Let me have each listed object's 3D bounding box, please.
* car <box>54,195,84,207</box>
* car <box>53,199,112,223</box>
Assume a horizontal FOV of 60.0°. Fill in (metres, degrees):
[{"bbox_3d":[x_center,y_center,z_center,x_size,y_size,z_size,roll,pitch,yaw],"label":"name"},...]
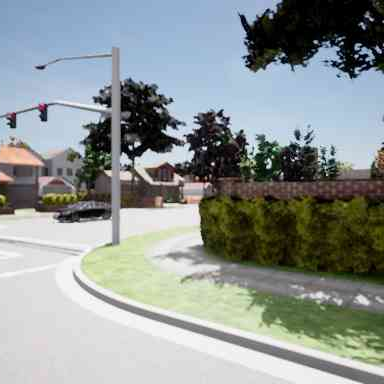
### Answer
[{"bbox_3d":[-16.107,1.155,43.541,3.806,1.475,1.970,0,0,36],"label":"car"},{"bbox_3d":[-8.216,1.482,25.560,2.128,1.511,4.902,0,0,35],"label":"car"}]
